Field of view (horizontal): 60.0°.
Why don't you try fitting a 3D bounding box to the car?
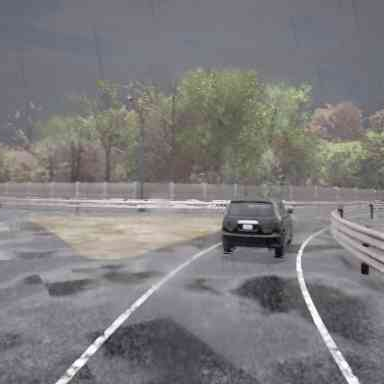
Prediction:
[{"bbox_3d":[2.775,1.247,13.423,2.150,2.045,5.566,0,0,21],"label":"car"}]
